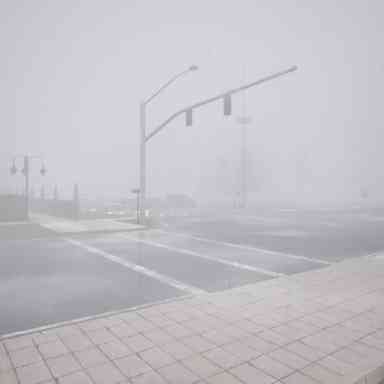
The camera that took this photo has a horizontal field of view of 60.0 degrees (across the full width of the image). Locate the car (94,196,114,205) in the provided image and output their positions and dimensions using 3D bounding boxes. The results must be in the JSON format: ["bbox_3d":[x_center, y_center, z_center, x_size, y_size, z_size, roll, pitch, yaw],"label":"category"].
[{"bbox_3d":[-15.814,1.505,59.472,1.837,1.490,4.892,0,0,-36],"label":"car"}]

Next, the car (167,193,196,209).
[{"bbox_3d":[-1.732,1.221,46.069,2.150,2.045,5.566,0,0,-36],"label":"car"}]

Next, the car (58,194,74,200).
[{"bbox_3d":[-21.594,1.505,55.508,1.837,1.490,4.892,0,0,-36],"label":"car"}]

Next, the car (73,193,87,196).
[{"bbox_3d":[-19.693,1.221,58.855,2.150,2.045,5.566,0,0,-36],"label":"car"}]

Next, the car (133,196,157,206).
[{"bbox_3d":[-7.718,1.505,54.276,1.837,1.490,4.892,0,0,-36],"label":"car"}]

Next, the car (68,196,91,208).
[{"bbox_3d":[-15.484,1.601,47.099,1.895,1.301,4.718,0,0,-36],"label":"car"}]

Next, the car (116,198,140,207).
[{"bbox_3d":[-9.968,1.601,51.414,1.895,1.301,4.718,0,0,-36],"label":"car"}]

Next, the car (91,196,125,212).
[{"bbox_3d":[-10.077,1.526,39.694,1.812,1.442,4.674,0,0,-36],"label":"car"}]

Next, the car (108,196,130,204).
[{"bbox_3d":[-13.883,1.547,62.788,2.033,1.411,5.357,0,0,-36],"label":"car"}]

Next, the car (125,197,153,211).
[{"bbox_3d":[-7.496,1.547,42.092,2.033,1.411,5.357,0,0,-36],"label":"car"}]

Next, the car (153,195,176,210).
[{"bbox_3d":[-4.551,1.505,43.991,1.837,1.490,4.892,0,0,-36],"label":"car"}]

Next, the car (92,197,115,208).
[{"bbox_3d":[-13.404,1.505,50.189,1.837,1.490,4.892,0,0,-36],"label":"car"}]
